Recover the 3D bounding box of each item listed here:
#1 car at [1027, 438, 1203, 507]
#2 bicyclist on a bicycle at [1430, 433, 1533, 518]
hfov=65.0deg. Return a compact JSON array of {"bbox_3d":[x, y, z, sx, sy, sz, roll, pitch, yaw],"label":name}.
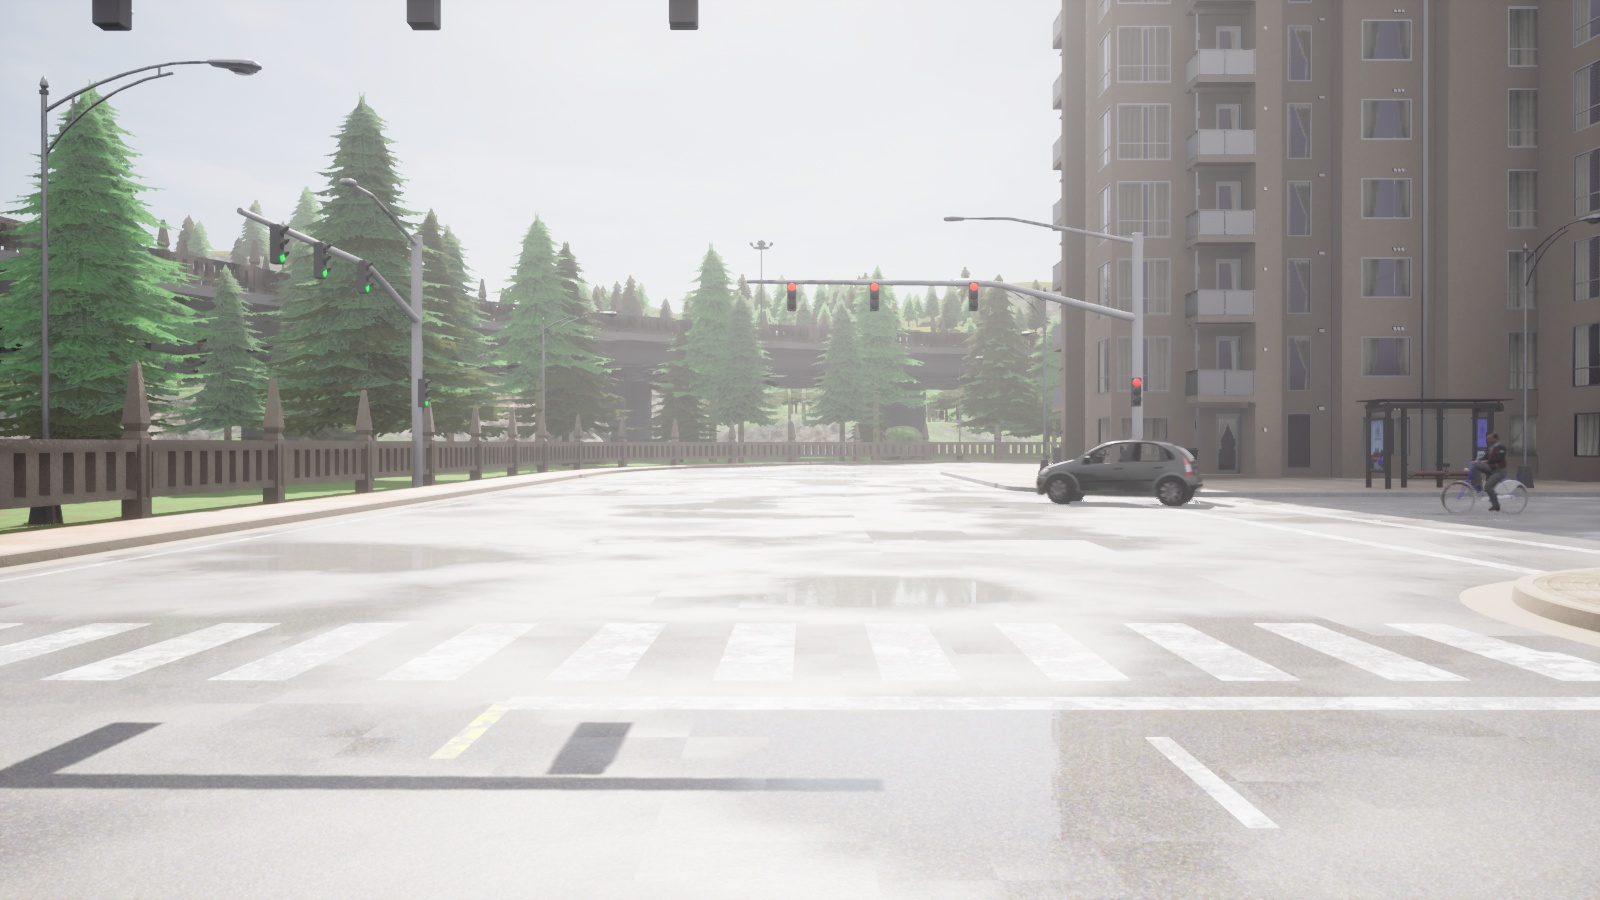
[{"bbox_3d":[7.910,0.519,31.521,3.988,1.617,1.851,0,1,25],"label":"car"},{"bbox_3d":[14.485,0.534,26.713,1.843,1.776,0.659,0,0,-1],"label":"bicyclist on a bicycle"}]
